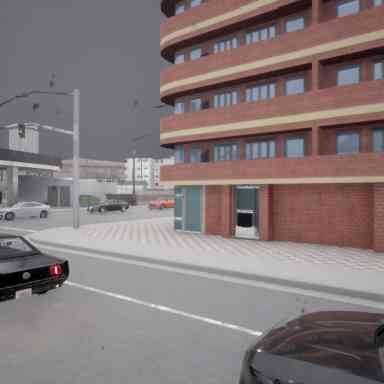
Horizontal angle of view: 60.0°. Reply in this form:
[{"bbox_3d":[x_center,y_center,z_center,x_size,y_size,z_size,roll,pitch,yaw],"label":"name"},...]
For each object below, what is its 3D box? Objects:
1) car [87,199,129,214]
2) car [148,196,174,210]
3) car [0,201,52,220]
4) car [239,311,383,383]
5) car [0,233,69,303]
[{"bbox_3d":[-8.907,1.509,35.595,2.128,1.511,4.902,0,0,35],"label":"car"},{"bbox_3d":[-3.670,1.389,43.183,2.097,1.767,4.553,0,0,35],"label":"car"},{"bbox_3d":[-14.133,1.523,27.951,1.812,1.442,4.674,0,0,34],"label":"car"},{"bbox_3d":[2.651,1.514,2.104,4.892,1.490,1.837,0,0,35],"label":"car"},{"bbox_3d":[-4.929,1.599,7.496,4.718,1.301,1.895,0,0,36],"label":"car"}]
